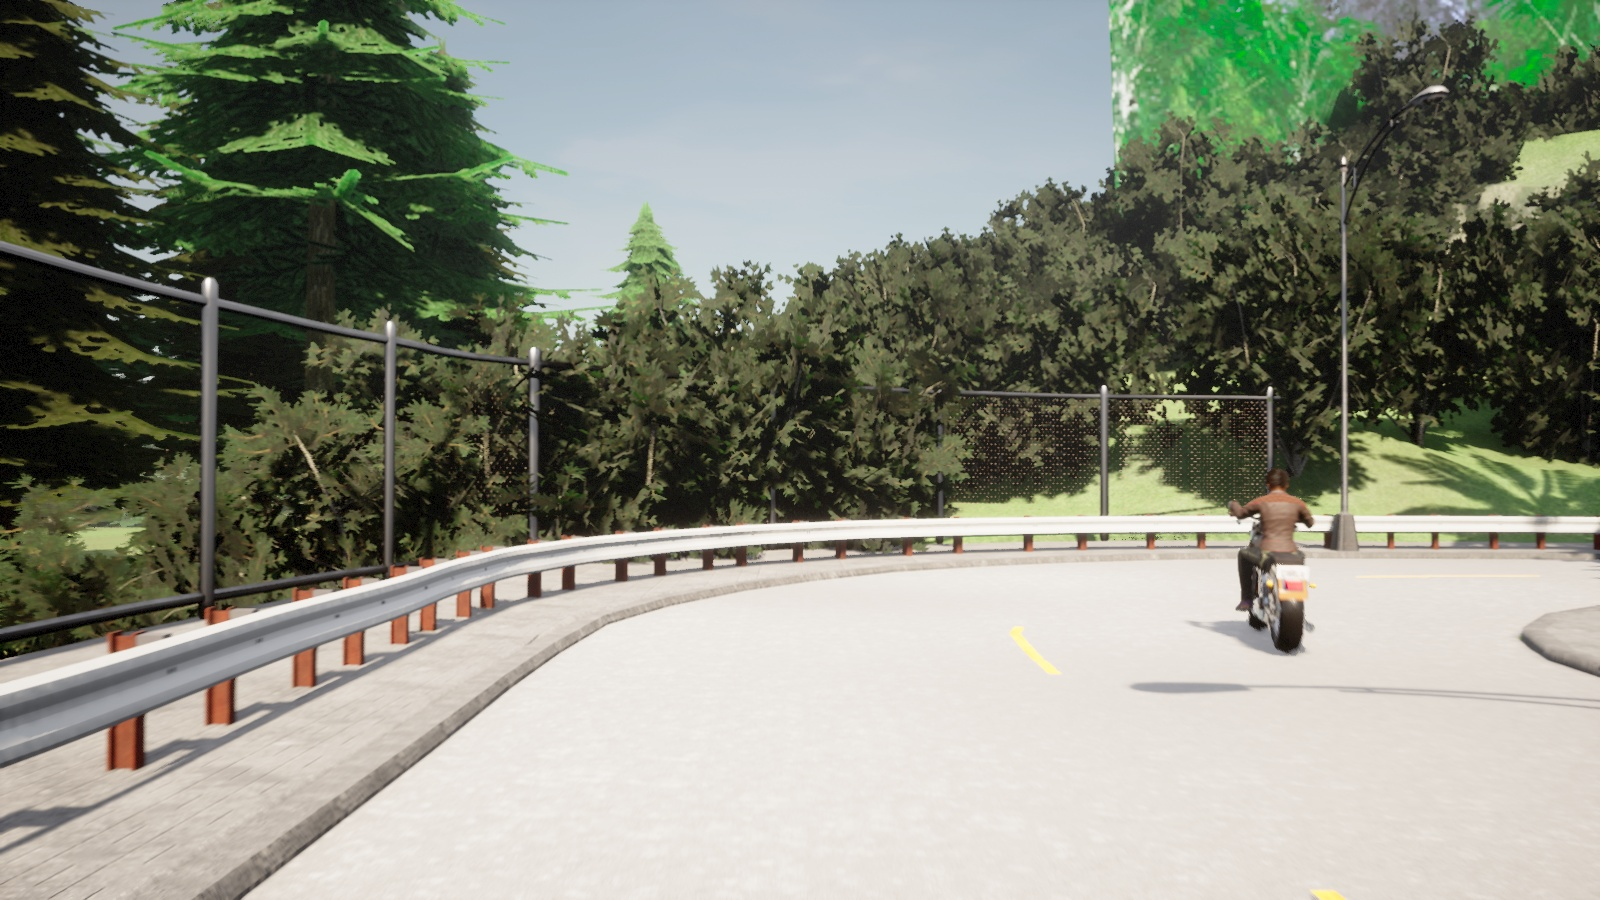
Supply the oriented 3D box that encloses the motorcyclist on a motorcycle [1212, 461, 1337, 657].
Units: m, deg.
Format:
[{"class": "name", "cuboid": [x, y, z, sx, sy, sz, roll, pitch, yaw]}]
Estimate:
[{"class": "motorcyclist on a motorcycle", "cuboid": [4.426, 0.948, 11.881, 0.766, 1.649, 2.350, 1, -1, 13]}]
